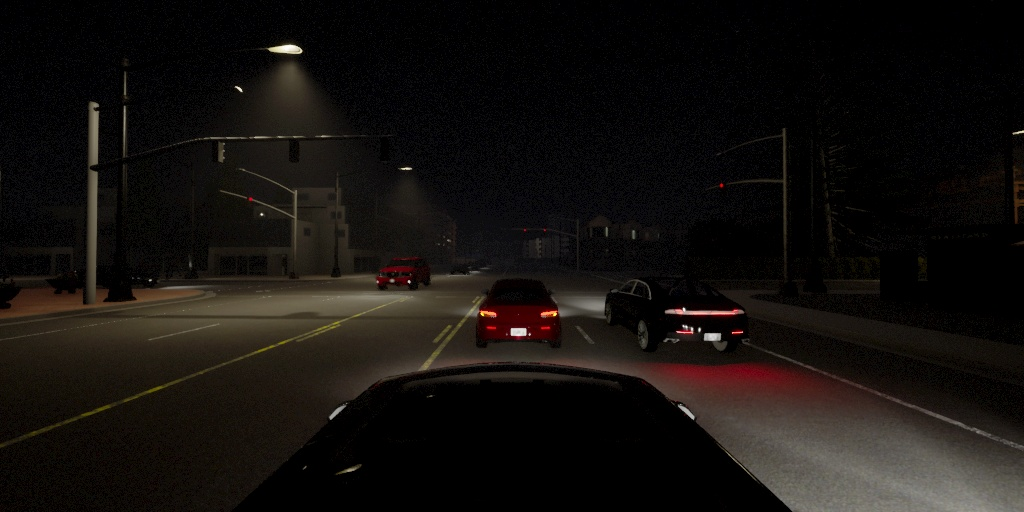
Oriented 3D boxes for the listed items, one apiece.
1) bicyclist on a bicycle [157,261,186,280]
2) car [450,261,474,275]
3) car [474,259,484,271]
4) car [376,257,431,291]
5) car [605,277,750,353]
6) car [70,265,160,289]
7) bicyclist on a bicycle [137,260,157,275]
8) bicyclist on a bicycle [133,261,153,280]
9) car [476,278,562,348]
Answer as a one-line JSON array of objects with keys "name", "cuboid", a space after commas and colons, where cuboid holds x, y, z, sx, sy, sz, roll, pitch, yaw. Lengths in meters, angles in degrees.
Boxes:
[{"name": "bicyclist on a bicycle", "cuboid": [-29.282, 1.231, 31.021, 1.656, 1.620, 0.582, 1, -1, -22]}, {"name": "car", "cuboid": [-6.536, 1.627, 45.521, 2.033, 1.411, 5.357, 0, 0, 1]}, {"name": "car", "cuboid": [-6.354, 1.627, 58.467, 2.128, 1.511, 4.902, 0, 0, 1]}, {"name": "car", "cuboid": [-6.824, 1.077, 23.286, 2.150, 2.045, 5.566, 0, 0, 1]}, {"name": "car", "cuboid": [3.657, 1.250, 8.882, 2.128, 1.511, 4.902, 0, 0, 1]}, {"name": "car", "cuboid": [-25.852, 1.332, 23.285, 4.892, 1.490, 1.837, 0, -1, 1]}, {"name": "bicyclist on a bicycle", "cuboid": [-31.202, 1.150, 31.237, 1.656, 1.620, 0.582, 21, 7, -24]}, {"name": "bicyclist on a bicycle", "cuboid": [-32.647, 1.244, 31.743, 1.656, 1.620, 0.582, 0, 0, 19]}, {"name": "car", "cuboid": [0.166, 1.288, 9.128, 1.812, 1.442, 4.674, 0, 0, 1]}]
